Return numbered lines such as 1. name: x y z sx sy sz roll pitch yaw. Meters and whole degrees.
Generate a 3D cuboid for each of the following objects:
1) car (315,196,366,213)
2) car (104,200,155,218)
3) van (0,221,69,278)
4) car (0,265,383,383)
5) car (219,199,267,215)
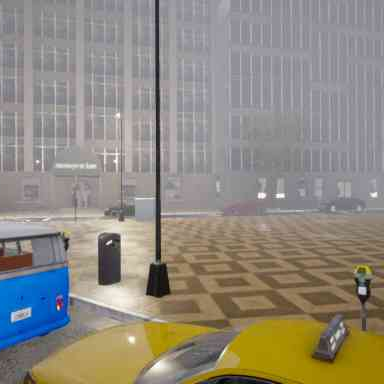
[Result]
1. car: 14.428 1.191 32.355 4.892 1.490 1.837 0 0 -14
2. car: -5.144 1.396 27.485 4.181 1.385 1.994 0 0 -14
3. van: -3.705 1.343 5.358 3.998 1.788 1.690 0 0 35
4. car: 0.667 1.526 2.250 4.829 1.417 1.752 0 0 35
5. car: 4.569 1.320 29.911 4.181 1.385 1.994 0 0 -14
